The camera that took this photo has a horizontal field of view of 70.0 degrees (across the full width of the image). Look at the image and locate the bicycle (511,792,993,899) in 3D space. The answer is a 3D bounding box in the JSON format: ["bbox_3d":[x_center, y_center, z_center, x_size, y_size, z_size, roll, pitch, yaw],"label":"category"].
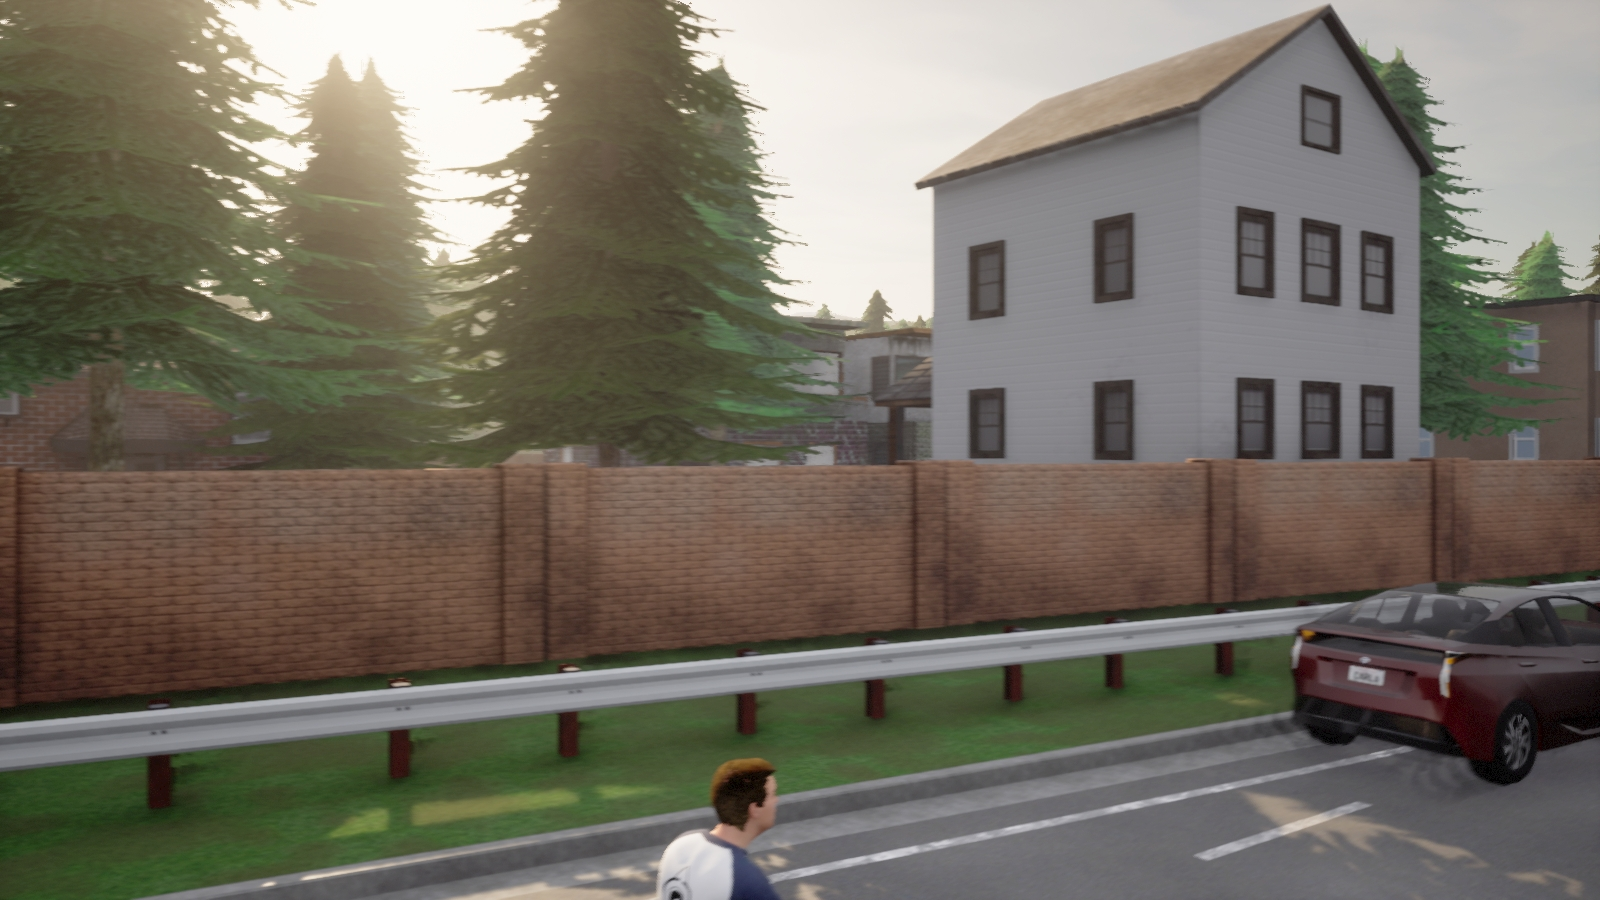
[{"bbox_3d":[-0.097,2.056,3.772,1.643,1.496,0.373,1,0,-34],"label":"bicycle"}]

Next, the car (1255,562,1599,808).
[{"bbox_3d":[6.687,2.040,11.004,4.514,1.525,2.007,0,0,-32],"label":"car"}]
